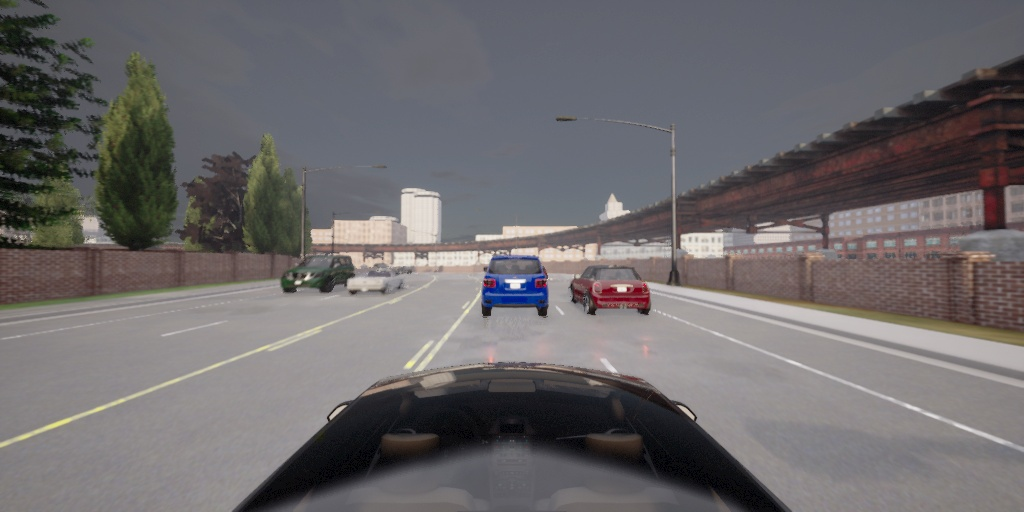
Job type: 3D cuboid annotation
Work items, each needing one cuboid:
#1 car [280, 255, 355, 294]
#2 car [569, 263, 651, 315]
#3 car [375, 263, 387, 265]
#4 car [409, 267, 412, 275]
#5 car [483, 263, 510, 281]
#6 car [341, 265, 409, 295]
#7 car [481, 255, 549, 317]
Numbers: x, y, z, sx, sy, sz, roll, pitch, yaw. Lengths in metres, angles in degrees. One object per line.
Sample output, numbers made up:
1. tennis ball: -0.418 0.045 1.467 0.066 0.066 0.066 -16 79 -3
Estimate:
1. car: -10.886 0.977 20.696 2.150 2.045 5.566 0 0 -4
2. car: 3.563 1.114 13.843 2.097 1.767 4.553 0 0 -1
3. car: -21.906 2.166 60.017 2.150 2.045 5.566 1 -3 -27
4. car: -17.839 2.393 59.704 1.837 1.490 4.892 1 -3 -26
5. car: -1.441 1.361 31.702 1.837 1.490 4.892 0 -1 -9
6. car: -7.347 1.362 19.803 1.895 1.301 4.718 0 0 -3
7. car: 0.079 0.983 13.377 2.150 2.045 5.566 0 0 0
